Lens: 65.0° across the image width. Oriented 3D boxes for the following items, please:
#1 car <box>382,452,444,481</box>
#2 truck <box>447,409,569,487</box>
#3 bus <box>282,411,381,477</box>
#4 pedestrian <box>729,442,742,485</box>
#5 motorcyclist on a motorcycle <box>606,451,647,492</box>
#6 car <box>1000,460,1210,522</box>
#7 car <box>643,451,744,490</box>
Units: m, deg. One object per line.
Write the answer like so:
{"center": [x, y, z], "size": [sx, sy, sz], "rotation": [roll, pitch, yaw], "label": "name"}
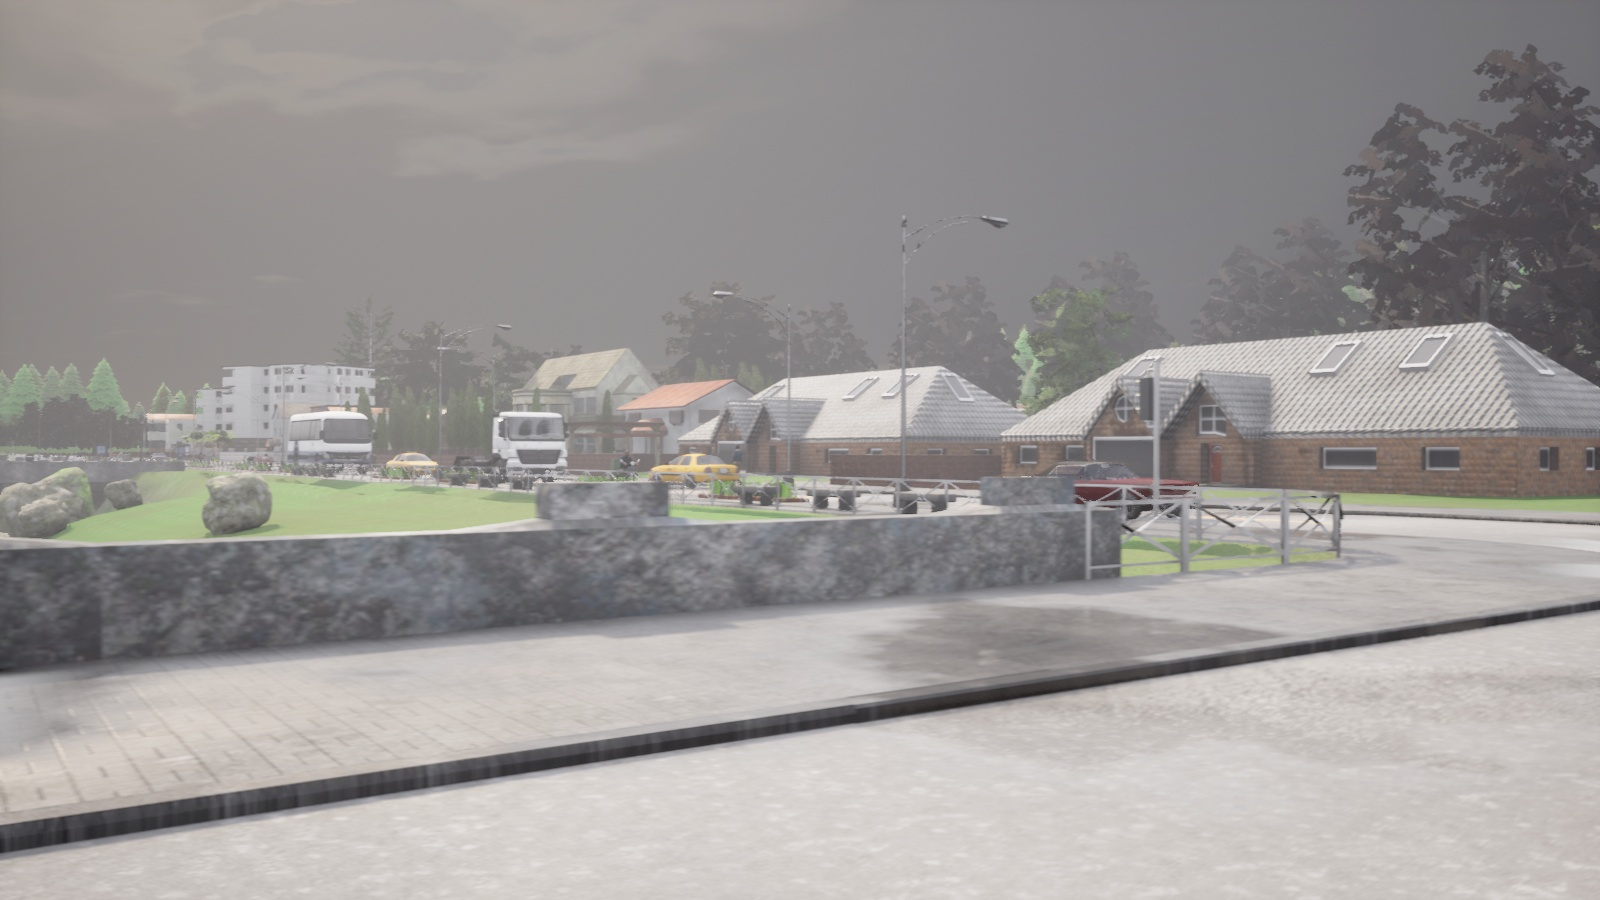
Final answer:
{"center": [-22.045, 0.905, 71.336], "size": [1.801, 1.575, 5.366], "rotation": [0, 0, -35], "label": "car"}
{"center": [-14.021, -0.061, 59.809], "size": [2.891, 3.462, 7.936], "rotation": [0, 0, -35], "label": "truck"}
{"center": [-32.178, -0.353, 85.890], "size": [3.944, 4.253, 10.273], "rotation": [0, 0, -35], "label": "bus"}
{"center": [-2.964, 0.603, 57.797], "size": [0.423, 1.949, 0.788], "rotation": [0, 0, -18], "label": "pedestrian"}
{"center": [-6.836, 0.834, 49.489], "size": [0.866, 1.590, 1.817], "rotation": [0, 0, -35], "label": "motorcyclist on a motorcycle"}
{"center": [7.062, 0.903, 29.523], "size": [1.895, 1.301, 4.718], "rotation": [0, 0, -35], "label": "car"}
{"center": [-4.580, 0.824, 53.249], "size": [1.801, 1.575, 5.366], "rotation": [0, 0, -35], "label": "car"}
